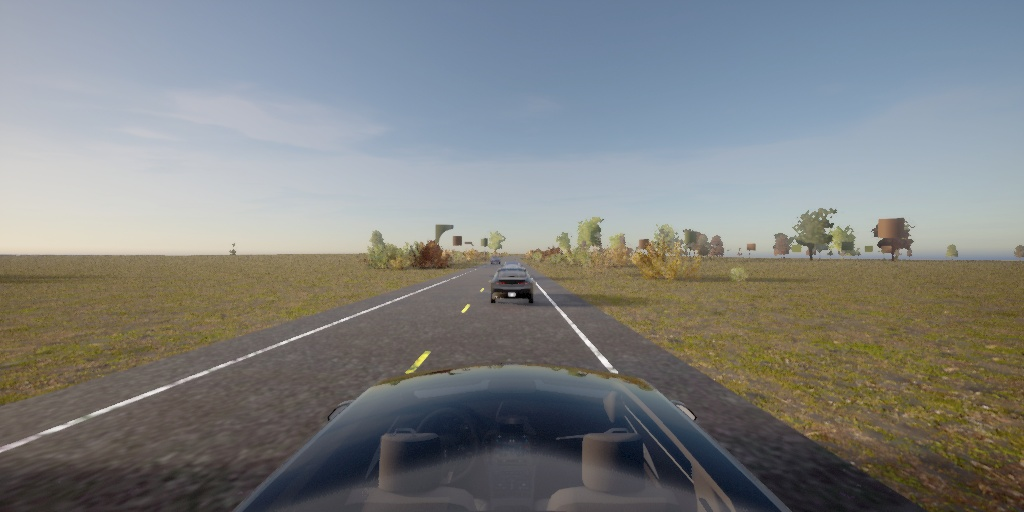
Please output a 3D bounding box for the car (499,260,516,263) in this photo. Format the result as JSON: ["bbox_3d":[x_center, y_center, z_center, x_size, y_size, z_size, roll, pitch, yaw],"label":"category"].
[{"bbox_3d":[0.000,1.275,31.499,1.812,1.442,4.674,0,0,0],"label":"car"}]

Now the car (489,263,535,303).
[{"bbox_3d":[0.000,1.266,16.500,1.837,1.490,4.892,0,0,0],"label":"car"}]
